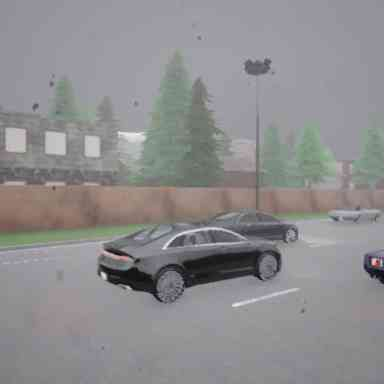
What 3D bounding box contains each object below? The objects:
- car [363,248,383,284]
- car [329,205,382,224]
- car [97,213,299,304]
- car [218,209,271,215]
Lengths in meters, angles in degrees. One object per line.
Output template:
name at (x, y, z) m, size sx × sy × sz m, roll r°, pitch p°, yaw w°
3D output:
car at (6.359, 1.622, 8.293) m, size 4.718 × 1.301 × 1.895 m, roll 0°, pitch 0°, yaw -35°
car at (12.657, 1.655, 25.615) m, size 4.718 × 1.301 × 1.895 m, roll 0°, pitch 0°, yaw -36°
car at (0.183, 1.503, 8.208) m, size 4.902 × 1.511 × 2.128 m, roll 0°, pitch 0°, yaw -35°
car at (2.553, 1.527, 14.401) m, size 4.892 × 1.490 × 1.837 m, roll 0°, pitch 0°, yaw -33°
